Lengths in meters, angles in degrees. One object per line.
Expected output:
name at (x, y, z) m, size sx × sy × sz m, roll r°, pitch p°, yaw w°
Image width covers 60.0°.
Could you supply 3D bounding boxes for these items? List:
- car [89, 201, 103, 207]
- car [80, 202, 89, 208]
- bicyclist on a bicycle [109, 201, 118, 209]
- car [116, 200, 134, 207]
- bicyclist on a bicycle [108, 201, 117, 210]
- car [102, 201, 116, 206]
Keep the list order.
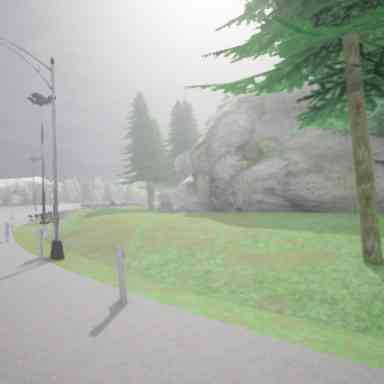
car at (-24.490, 3.326, 88.048) m, size 2.128 × 1.511 × 4.902 m, roll -2°, pitch -1°, yaw 5°
car at (-27.974, 3.425, 88.376) m, size 1.882 × 1.535 × 5.008 m, roll -2°, pitch -1°, yaw 5°
bicyclist on a bicycle at (-14.876, 2.470, 62.759) m, size 1.656 × 1.620 × 0.582 m, roll -2°, pitch -3°, yaw 27°
car at (-17.528, 3.009, 87.395) m, size 1.837 × 1.490 × 4.892 m, roll -2°, pitch -1°, yaw 5°
bicyclist on a bicycle at (-14.968, 2.459, 61.771) m, size 1.656 × 1.620 × 0.582 m, roll -1°, pitch -1°, yaw -2°
car at (-21.008, 3.195, 87.721) m, size 2.033 × 1.411 × 5.357 m, roll -2°, pitch -1°, yaw 5°
